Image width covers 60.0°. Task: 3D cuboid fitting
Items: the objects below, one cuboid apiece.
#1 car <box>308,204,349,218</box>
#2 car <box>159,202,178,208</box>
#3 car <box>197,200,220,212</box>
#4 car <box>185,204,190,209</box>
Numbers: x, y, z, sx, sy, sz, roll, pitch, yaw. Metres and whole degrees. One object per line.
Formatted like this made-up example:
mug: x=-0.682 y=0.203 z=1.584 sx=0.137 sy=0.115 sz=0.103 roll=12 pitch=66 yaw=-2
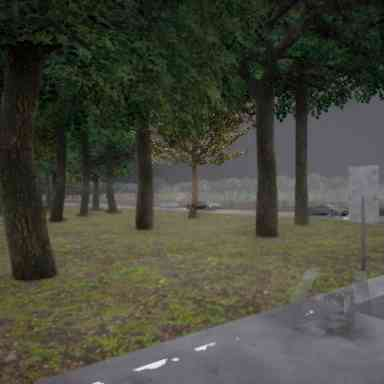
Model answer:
car: x=14.056 y=1.940 z=34.581 sx=1.994 sy=1.385 sz=4.181 roll=-1 pitch=0 yaw=-35
car: x=-4.770 y=2.571 z=66.135 sx=1.895 sy=1.301 sz=4.718 roll=-1 pitch=0 yaw=-35
car: x=2.263 y=2.094 z=51.281 sx=2.097 sy=1.767 sz=4.553 roll=-1 pitch=0 yaw=-35
car: x=0.787 y=2.353 z=58.361 sx=2.033 sy=1.411 sz=5.357 roll=-1 pitch=0 yaw=-35
